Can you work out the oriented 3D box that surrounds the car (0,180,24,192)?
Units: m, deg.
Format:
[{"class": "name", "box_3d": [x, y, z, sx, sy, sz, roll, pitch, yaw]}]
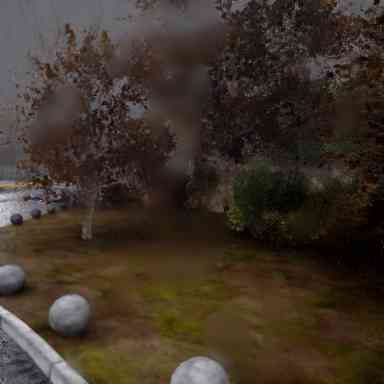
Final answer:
[{"class": "car", "box_3d": [-26.105, -0.923, 46.130, 1.946, 1.575, 5.366, 1, 4, 6]}]

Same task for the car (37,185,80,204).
[{"class": "car", "box_3d": [-12.260, 0.329, 31.771, 2.033, 1.411, 5.357, 1, 4, 2]}]

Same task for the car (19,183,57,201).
[{"class": "car", "box_3d": [-15.309, 0.150, 33.969, 1.994, 1.385, 4.181, 1, 4, 3]}]
